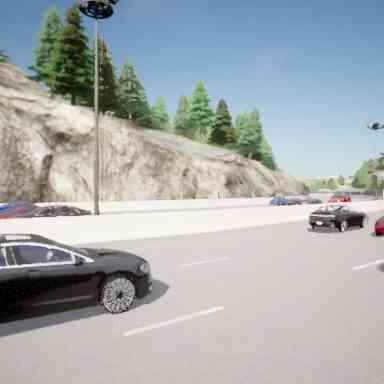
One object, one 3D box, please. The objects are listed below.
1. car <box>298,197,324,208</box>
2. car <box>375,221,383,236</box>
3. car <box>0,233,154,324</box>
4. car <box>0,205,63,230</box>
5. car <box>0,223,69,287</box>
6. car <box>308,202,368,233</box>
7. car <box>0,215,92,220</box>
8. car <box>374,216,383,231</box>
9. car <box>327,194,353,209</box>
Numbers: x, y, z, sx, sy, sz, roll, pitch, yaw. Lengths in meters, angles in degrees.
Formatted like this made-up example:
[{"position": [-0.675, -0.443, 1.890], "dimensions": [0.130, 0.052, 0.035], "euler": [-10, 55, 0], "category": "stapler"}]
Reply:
[{"position": [17.961, 1.559, 49.885], "dimensions": [2.128, 1.511, 4.902], "euler": [0, 0, 40], "category": "car"}, {"position": [7.264, 1.574, 9.535], "dimensions": [4.181, 1.385, 1.994], "euler": [0, 0, -39], "category": "car"}, {"position": [-3.056, 1.505, 5.988], "dimensions": [4.902, 1.511, 2.128], "euler": [0, 0, -36], "category": "car"}, {"position": [-11.046, 1.612, 22.088], "dimensions": [4.181, 1.385, 1.994], "euler": [0, 0, -37], "category": "car"}, {"position": [-5.761, 1.621, 8.317], "dimensions": [4.718, 1.301, 1.895], "euler": [0, 0, -36], "category": "car"}, {"position": [8.924, 1.518, 20.117], "dimensions": [4.902, 1.511, 2.128], "euler": [0, 0, -41], "category": "car"}, {"position": [-8.378, 1.546, 19.709], "dimensions": [4.892, 1.490, 1.837], "euler": [0, 0, -37], "category": "car"}, {"position": [11.365, 1.583, 17.623], "dimensions": [4.181, 1.385, 1.994], "euler": [0, 0, -41], "category": "car"}, {"position": [22.009, 1.284, 49.288], "dimensions": [2.150, 2.045, 5.566], "euler": [0, 0, 39], "category": "car"}]
